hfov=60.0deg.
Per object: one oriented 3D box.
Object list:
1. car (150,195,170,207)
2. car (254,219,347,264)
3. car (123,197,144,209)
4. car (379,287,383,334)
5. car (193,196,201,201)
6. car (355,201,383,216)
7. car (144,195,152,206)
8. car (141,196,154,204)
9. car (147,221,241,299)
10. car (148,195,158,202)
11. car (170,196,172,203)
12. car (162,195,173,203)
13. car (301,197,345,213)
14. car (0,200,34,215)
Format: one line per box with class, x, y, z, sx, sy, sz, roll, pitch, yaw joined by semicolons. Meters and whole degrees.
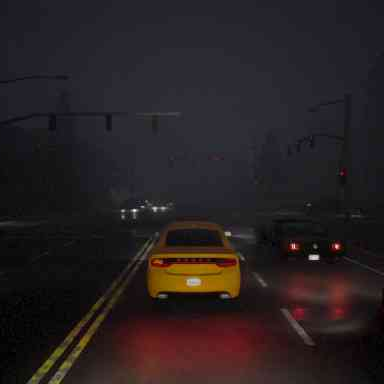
car;-4.803;1.564;50.381;1.994;1.385;4.181;0;0;-1
car;3.501;1.601;11.811;1.895;1.301;4.718;0;0;-1
car;-8.215;1.505;45.491;1.837;1.490;4.892;0;0;0
car;3.597;1.478;2.721;1.882;1.535;5.008;0;0;0
car;1.298;1.595;88.224;1.895;1.301;4.718;0;0;-1
car;18.770;1.547;32.211;5.357;1.411;2.033;0;0;-2
car;-8.431;1.547;55.238;2.033;1.411;5.357;0;0;-1
car;-8.645;1.547;65.394;2.033;1.411;5.357;0;0;-1
car;0.033;1.478;8.487;1.882;1.535;5.008;0;0;0
car;-8.878;1.470;75.606;1.882;1.535;5.008;0;0;-1
car;-5.051;1.352;60.630;2.097;1.767;4.553;0;0;-1
car;-5.253;1.524;70.845;2.128;1.511;4.902;0;0;-1
car;14.080;1.352;35.576;4.553;1.767;2.097;0;0;-2
car;-18.638;1.525;33.970;4.674;1.442;1.812;0;0;-2
